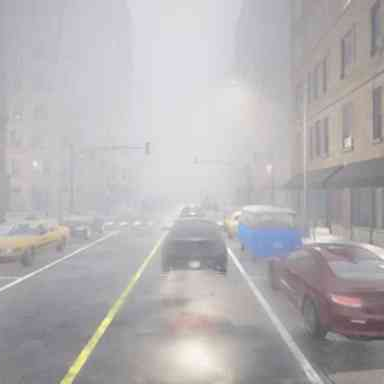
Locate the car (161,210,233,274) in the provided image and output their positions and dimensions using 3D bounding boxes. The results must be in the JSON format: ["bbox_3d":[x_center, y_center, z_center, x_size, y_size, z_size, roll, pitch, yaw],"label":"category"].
[{"bbox_3d":[0.073,1.586,10.869,1.837,1.490,4.892,0,0,0],"label":"car"}]

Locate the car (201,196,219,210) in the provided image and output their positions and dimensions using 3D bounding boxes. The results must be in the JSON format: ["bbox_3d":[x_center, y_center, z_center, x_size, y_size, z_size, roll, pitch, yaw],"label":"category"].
[{"bbox_3d":[2.604,1.744,44.955,1.967,1.590,4.097,0,0,0],"label":"car"}]

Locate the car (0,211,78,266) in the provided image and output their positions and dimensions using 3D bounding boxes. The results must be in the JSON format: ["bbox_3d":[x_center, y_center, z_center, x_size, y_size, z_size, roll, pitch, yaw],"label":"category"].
[{"bbox_3d":[-5.873,1.611,11.892,1.752,1.417,4.829,0,0,0],"label":"car"}]

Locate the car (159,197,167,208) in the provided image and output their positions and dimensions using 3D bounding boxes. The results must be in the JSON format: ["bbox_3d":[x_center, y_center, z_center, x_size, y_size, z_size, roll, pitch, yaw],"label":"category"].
[{"bbox_3d":[-5.938,1.688,56.098,2.192,1.841,5.009,0,0,0],"label":"car"}]

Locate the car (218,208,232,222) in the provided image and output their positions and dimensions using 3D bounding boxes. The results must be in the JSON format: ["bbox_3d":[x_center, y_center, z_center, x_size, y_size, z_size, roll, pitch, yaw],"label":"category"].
[{"bbox_3d":[2.643,1.650,17.930,1.752,1.417,4.829,0,0,0],"label":"car"}]

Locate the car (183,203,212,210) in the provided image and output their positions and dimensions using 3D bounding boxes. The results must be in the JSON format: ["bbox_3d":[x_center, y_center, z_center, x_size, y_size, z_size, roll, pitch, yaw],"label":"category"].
[{"bbox_3d":[0.045,1.708,23.200,2.033,1.411,5.357,0,0,0],"label":"car"}]

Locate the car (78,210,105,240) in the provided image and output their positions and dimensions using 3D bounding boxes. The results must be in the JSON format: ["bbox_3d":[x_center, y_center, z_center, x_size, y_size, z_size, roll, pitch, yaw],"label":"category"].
[{"bbox_3d":[-5.882,1.675,17.729,2.008,1.369,4.403,0,0,0],"label":"car"}]

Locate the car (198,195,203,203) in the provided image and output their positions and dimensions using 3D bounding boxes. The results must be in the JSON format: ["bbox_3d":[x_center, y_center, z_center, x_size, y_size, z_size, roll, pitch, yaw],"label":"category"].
[{"bbox_3d":[2.588,1.688,56.126,2.192,1.841,5.009,0,0,0],"label":"car"}]

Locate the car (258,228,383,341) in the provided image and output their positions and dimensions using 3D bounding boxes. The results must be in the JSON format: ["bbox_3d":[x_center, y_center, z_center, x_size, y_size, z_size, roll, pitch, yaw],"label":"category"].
[{"bbox_3d":[2.661,1.630,6.420,1.802,1.307,4.206,0,0,0],"label":"car"}]

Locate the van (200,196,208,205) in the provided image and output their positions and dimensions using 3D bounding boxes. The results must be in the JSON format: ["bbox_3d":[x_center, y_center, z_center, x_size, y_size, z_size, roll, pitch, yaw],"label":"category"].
[{"bbox_3d":[2.564,1.807,72.881,1.690,1.788,3.998,0,0,0],"label":"van"}]

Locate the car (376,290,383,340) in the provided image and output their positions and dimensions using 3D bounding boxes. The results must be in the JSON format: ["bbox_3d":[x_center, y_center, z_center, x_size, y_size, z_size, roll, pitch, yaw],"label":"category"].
[{"bbox_3d":[2.669,1.557,0.750,2.008,1.369,4.403,0,0,0],"label":"car"}]

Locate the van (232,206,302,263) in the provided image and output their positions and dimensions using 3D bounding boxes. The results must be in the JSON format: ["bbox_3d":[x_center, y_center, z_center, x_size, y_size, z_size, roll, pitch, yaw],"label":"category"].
[{"bbox_3d":[2.652,1.428,12.092,1.690,1.788,3.998,0,0,0],"label":"van"}]

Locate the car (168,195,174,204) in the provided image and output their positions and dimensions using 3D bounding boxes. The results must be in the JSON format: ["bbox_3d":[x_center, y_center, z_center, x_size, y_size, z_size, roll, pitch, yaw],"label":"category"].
[{"bbox_3d":[-5.970,2.038,78.441,1.887,1.381,4.507,0,0,0],"label":"car"}]

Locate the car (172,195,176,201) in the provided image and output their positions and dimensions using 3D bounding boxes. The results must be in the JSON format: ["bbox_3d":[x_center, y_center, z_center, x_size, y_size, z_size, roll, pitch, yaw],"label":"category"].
[{"bbox_3d":[-5.987,2.112,89.613,1.947,1.339,4.313,0,0,0],"label":"car"}]

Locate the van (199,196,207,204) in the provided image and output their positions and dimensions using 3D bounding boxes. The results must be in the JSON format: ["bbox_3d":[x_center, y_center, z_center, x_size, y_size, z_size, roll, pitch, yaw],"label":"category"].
[{"bbox_3d":[2.556,1.834,78.465,1.690,1.788,3.998,0,0,0],"label":"van"}]

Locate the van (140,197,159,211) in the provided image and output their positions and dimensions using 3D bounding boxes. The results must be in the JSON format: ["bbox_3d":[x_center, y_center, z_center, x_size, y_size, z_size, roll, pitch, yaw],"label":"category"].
[{"bbox_3d":[-5.922,1.645,44.926,1.690,1.788,3.998,0,0,0],"label":"van"}]
